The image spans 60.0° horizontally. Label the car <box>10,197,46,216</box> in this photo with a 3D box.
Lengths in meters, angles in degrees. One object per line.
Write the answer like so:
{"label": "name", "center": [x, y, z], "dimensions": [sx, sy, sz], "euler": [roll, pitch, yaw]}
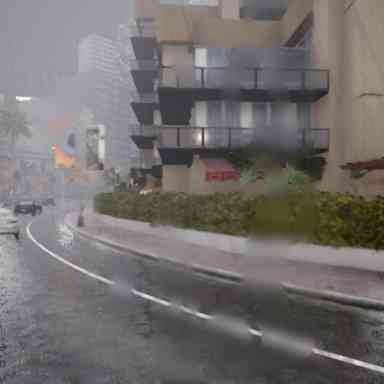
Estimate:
{"label": "car", "center": [-16.840, 1.642, 34.451], "dimensions": [1.882, 1.535, 5.008], "euler": [0, 0, -14]}

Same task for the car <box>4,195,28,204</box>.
{"label": "car", "center": [-29.932, 1.494, 57.044], "dimensions": [2.150, 2.045, 5.566], "euler": [0, 0, -2]}

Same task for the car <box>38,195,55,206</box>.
{"label": "car", "center": [-26.557, 1.508, 59.706], "dimensions": [2.150, 2.045, 5.566], "euler": [0, 0, -2]}

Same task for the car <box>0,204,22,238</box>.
{"label": "car", "center": [-10.257, 1.611, 17.631], "dimensions": [1.812, 1.442, 4.674], "euler": [0, 0, -30]}
